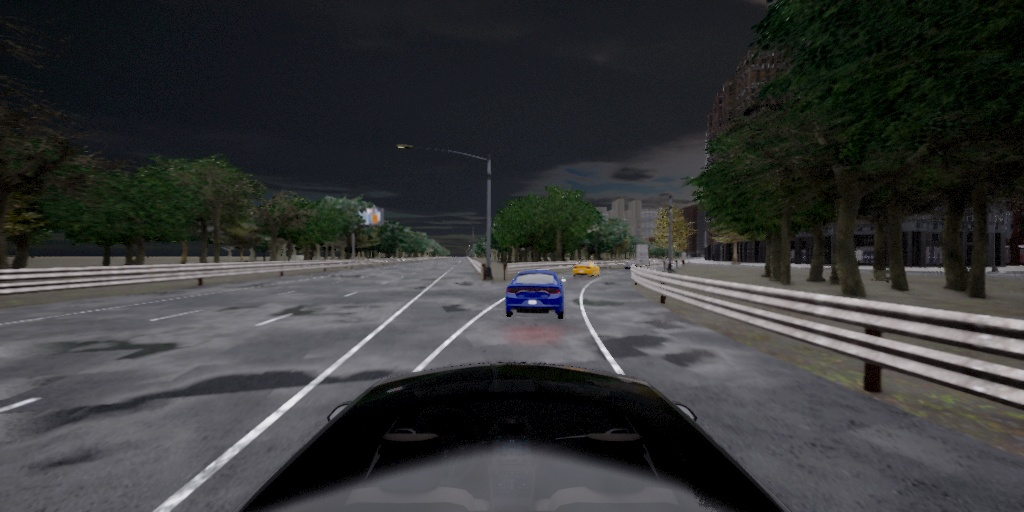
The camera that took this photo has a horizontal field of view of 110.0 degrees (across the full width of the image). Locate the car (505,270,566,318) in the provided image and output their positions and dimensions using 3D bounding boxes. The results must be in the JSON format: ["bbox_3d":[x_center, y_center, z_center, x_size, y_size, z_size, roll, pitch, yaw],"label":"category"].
[{"bbox_3d":[0.966,1.256,13.288,1.882,1.535,5.008,0,0,8],"label":"car"}]

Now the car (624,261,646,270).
[{"bbox_3d":[18.628,1.391,54.224,2.033,1.411,5.357,0,0,36],"label":"car"}]

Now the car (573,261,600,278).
[{"bbox_3d":[7.469,1.295,35.646,1.882,1.535,5.008,0,0,24],"label":"car"}]
